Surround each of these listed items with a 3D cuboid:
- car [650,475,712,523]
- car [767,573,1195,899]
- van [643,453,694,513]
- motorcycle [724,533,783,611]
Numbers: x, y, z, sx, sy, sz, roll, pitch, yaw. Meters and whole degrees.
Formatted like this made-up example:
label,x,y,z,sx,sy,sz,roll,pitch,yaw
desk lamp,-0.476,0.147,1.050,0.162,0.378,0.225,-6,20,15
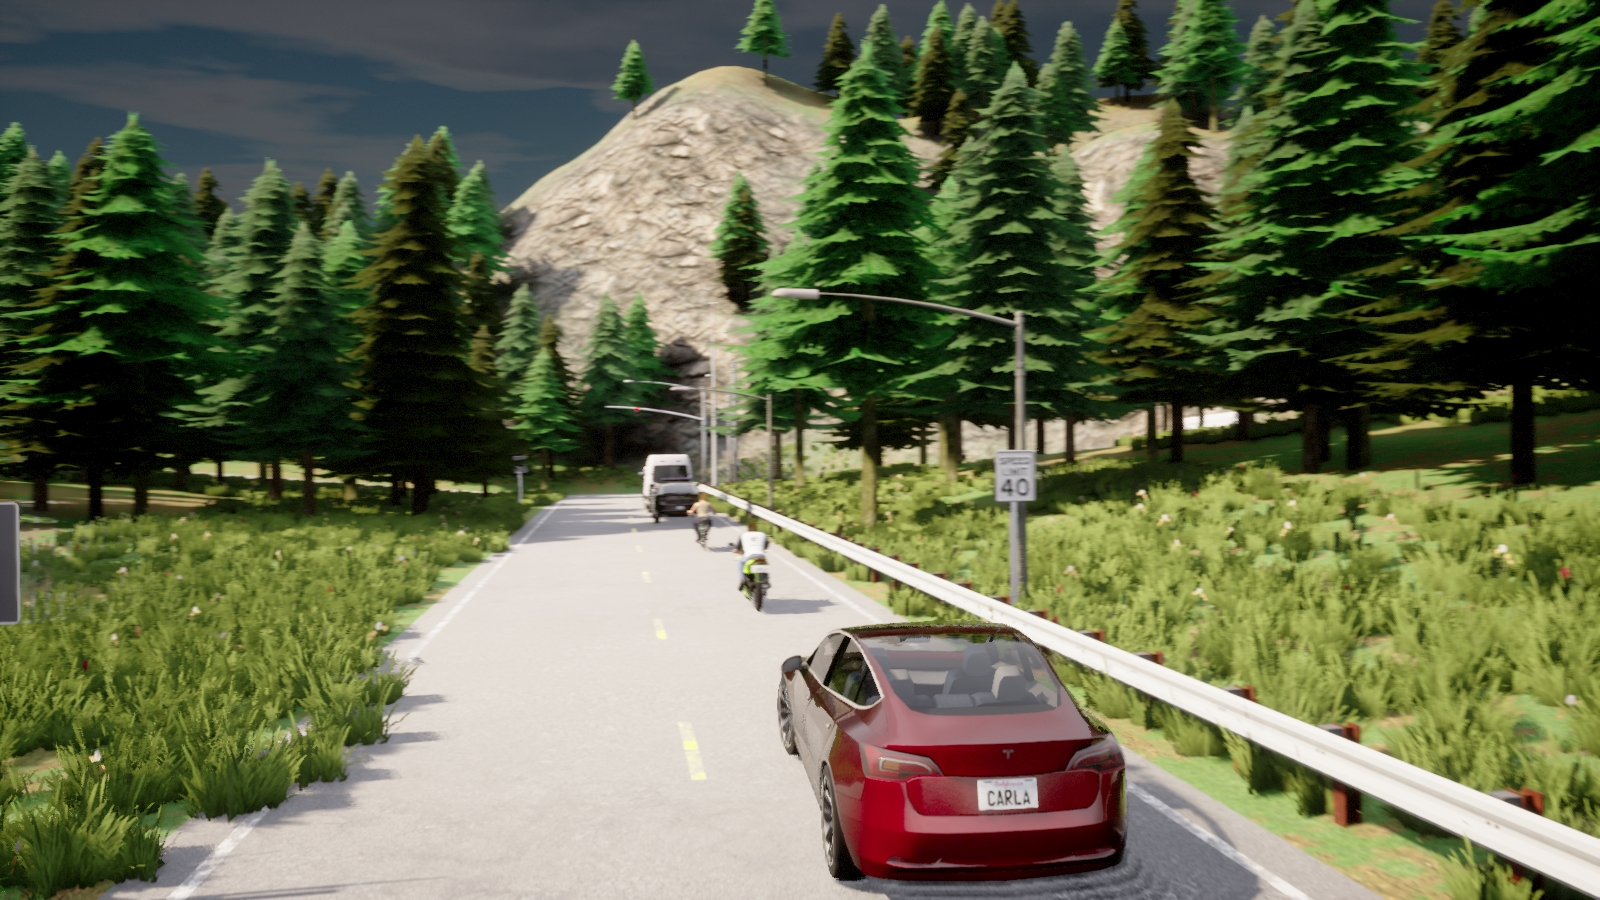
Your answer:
label,x,y,z,sx,sy,sz,roll,pitch,yaw
car,-4.748,1.875,44.967,2.097,1.638,5.238,-1,0,-9
car,1.011,2.007,9.063,2.163,1.488,4.792,-1,0,-6
van,-6.071,1.419,52.267,1.988,2.561,5.915,-1,0,-9
motorcycle,-0.857,2.143,20.438,0.803,1.145,2.033,-1,1,-9
